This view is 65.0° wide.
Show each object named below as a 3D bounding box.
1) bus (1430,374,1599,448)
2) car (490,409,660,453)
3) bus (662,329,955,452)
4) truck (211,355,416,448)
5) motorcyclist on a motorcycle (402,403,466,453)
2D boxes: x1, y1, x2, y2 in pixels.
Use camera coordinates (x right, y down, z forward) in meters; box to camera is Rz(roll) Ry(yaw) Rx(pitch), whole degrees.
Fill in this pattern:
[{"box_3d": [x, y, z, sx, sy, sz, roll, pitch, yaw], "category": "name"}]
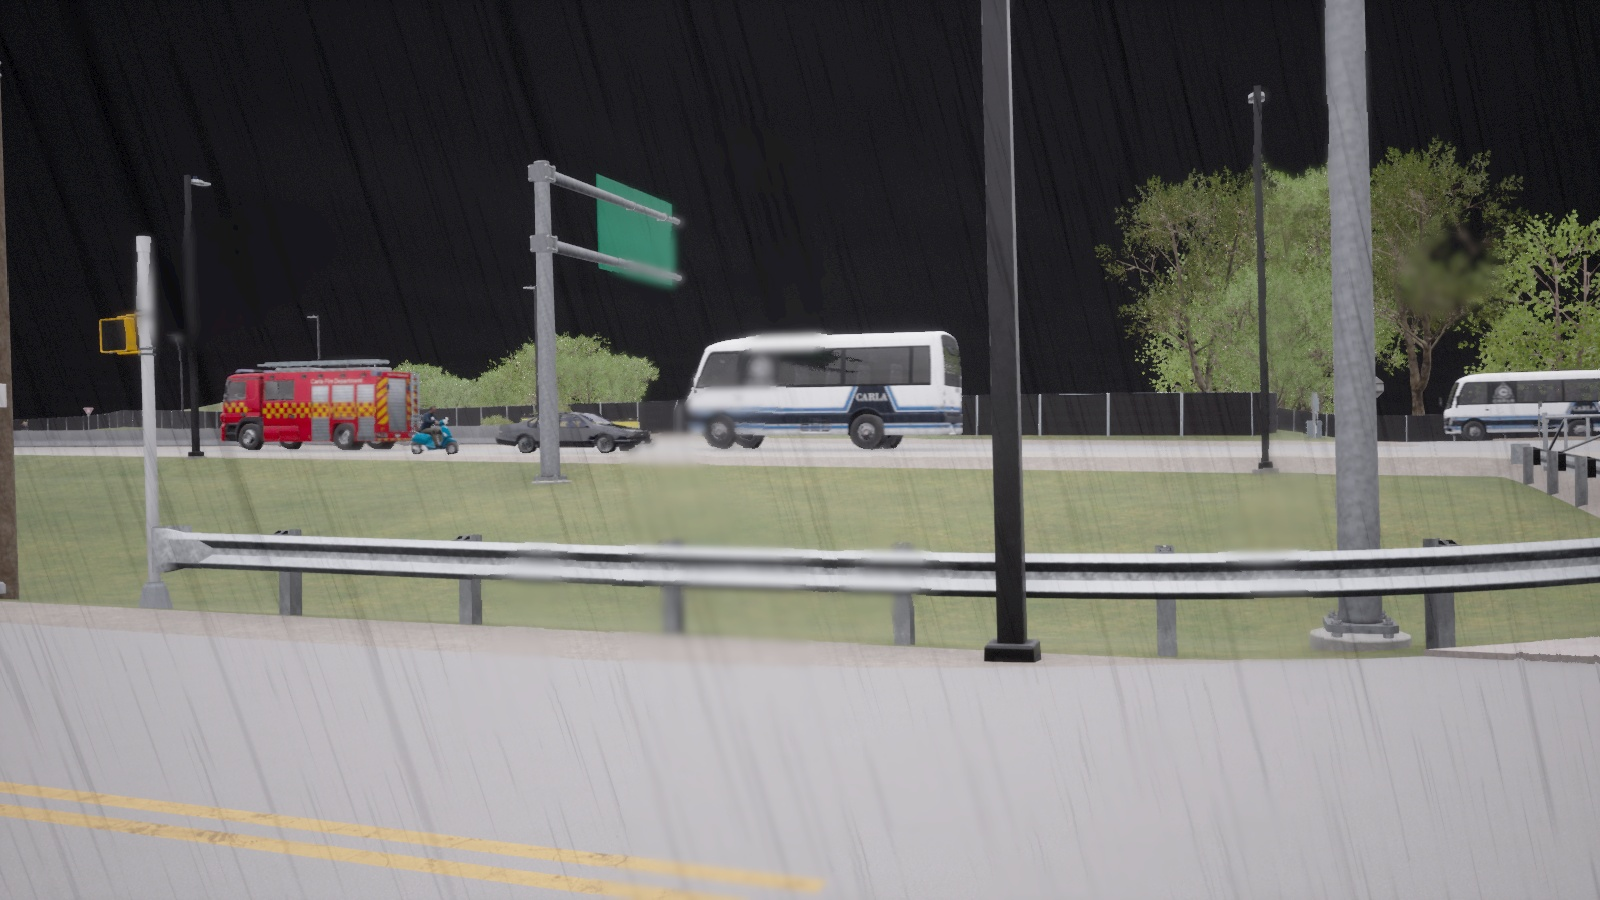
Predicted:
[{"box_3d": [44.705, -2.321, 77.385, 10.273, 4.253, 3.944, 0, 0, 23], "category": "bus"}, {"box_3d": [-7.620, -0.648, 42.556, 5.357, 1.411, 2.033, 0, 1, 19], "category": "car"}, {"box_3d": [0.333, -2.133, 47.163, 10.273, 4.253, 3.944, 0, 1, 20], "category": "bus"}, {"box_3d": [-21.212, -2.057, 54.740, 8.468, 3.827, 2.891, 0, 1, 19], "category": "truck"}, {"box_3d": [-11.735, -0.711, 40.293, 1.817, 1.590, 0.866, 0, 1, 19], "category": "motorcyclist on a motorcycle"}]
